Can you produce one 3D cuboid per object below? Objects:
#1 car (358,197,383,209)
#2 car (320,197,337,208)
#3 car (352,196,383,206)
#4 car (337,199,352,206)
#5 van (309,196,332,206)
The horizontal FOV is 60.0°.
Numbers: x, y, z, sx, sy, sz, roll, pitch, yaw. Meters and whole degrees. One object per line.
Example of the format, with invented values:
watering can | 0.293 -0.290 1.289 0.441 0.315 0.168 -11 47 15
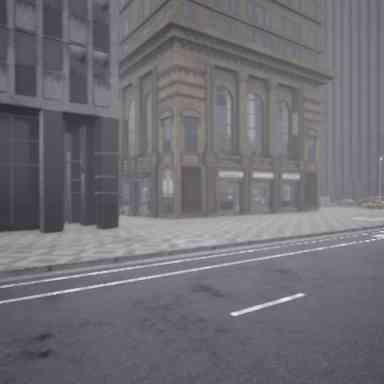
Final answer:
car | 27.362 1.816 48.371 1.752 1.417 4.829 -1 0 -35
car | 21.608 1.977 56.478 2.008 1.369 4.403 -1 0 -35
car | 31.279 1.636 57.589 2.192 1.841 5.009 -1 0 -35
car | 28.345 1.972 61.740 1.802 1.307 4.206 -1 0 -35
van | 25.400 1.800 65.892 1.690 1.788 3.998 -1 0 -35
